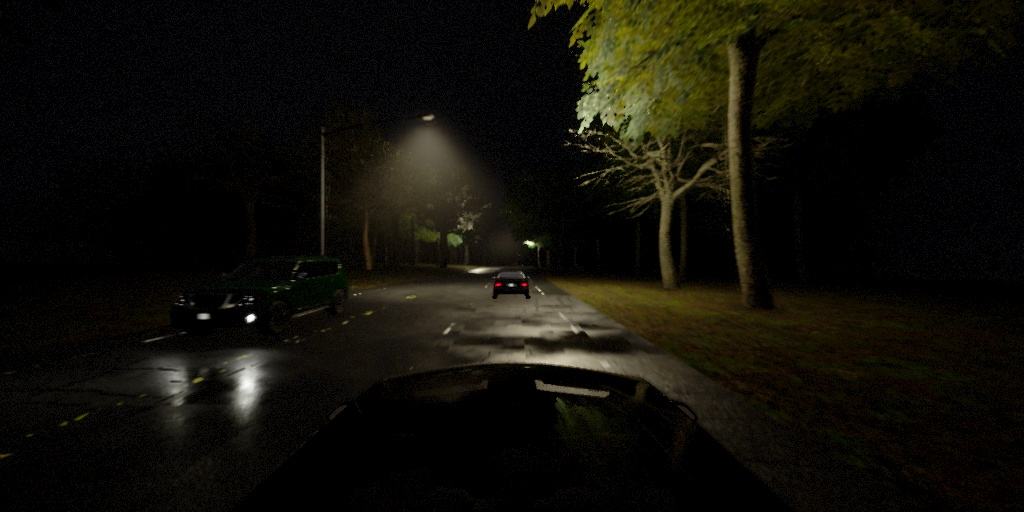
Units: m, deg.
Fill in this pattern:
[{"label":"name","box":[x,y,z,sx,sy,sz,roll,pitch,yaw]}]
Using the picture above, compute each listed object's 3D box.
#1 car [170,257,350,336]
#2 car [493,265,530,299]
[{"label":"car","box":[-7.023,1.033,10.924,2.150,2.045,5.566,0,0,0]},{"label":"car","box":[-0.036,1.401,18.992,2.033,1.411,5.357,0,0,0]}]
